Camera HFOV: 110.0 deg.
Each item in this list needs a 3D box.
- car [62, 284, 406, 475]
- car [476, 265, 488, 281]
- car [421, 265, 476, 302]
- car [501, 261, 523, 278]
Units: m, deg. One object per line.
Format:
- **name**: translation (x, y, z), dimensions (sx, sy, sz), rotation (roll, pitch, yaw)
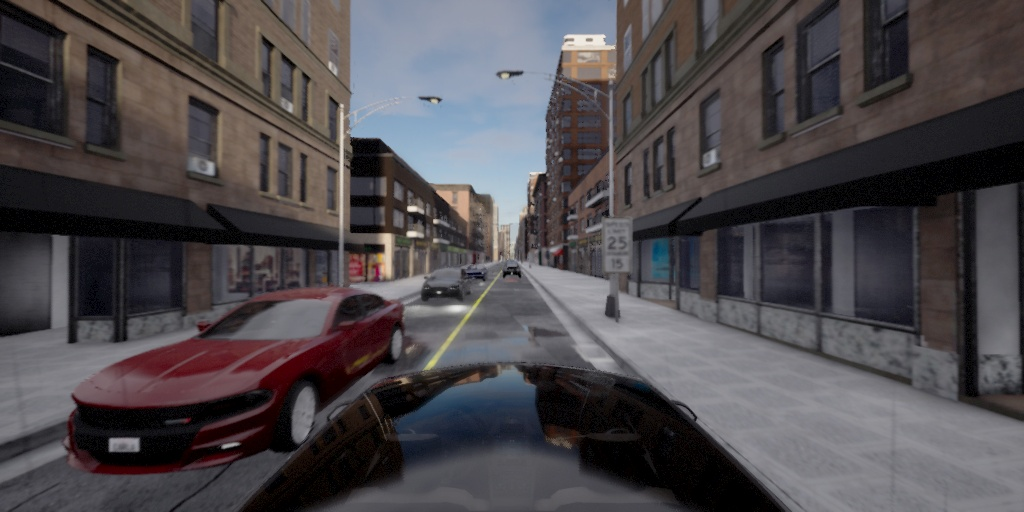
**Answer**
- **car**: translation (-3.096, 1.243, 5.357), dimensions (1.882, 1.535, 5.008), rotation (0, 0, 0)
- **car**: translation (-3.084, 1.459, 30.879), dimensions (1.895, 1.301, 4.718), rotation (0, 0, 0)
- **car**: translation (-3.095, 1.316, 17.652), dimensions (1.837, 1.490, 4.892), rotation (0, 0, 0)
- **car**: translation (0.000, 1.385, 36.205), dimensions (1.837, 1.490, 4.892), rotation (0, 0, 0)
